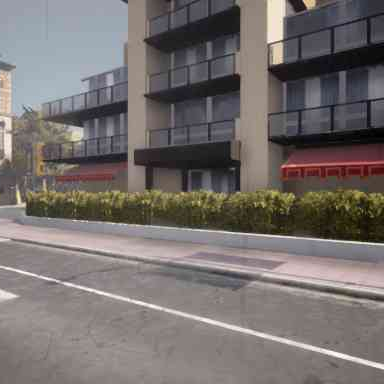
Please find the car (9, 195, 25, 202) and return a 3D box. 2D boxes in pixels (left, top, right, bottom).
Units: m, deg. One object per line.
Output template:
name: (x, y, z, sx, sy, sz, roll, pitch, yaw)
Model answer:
car: (-40.135, 1.481, 73.993, 4.892, 1.521, 2.231, 0, 0, 35)
